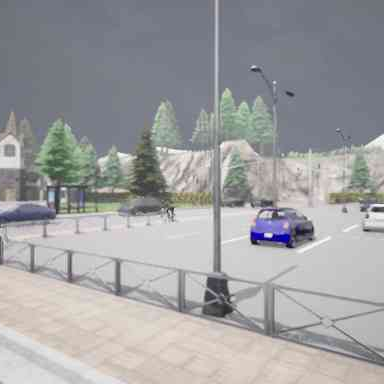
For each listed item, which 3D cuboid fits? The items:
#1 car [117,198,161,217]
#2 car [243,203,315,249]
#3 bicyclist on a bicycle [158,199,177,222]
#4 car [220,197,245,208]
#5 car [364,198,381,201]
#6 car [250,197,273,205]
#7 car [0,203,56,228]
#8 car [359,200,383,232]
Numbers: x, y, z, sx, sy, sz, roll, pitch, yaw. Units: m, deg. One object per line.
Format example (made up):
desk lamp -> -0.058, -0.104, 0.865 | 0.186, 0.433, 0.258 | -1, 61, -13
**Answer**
car -> -5.004, 1.344, 31.803 | 2.097, 1.767, 4.553 | 0, 0, 35
car -> 3.871, 1.384, 13.868 | 1.845, 1.501, 3.633 | 0, 0, 35
bicyclist on a bicycle -> -1.744, 1.300, 23.417 | 1.656, 1.620, 0.582 | 0, 0, 35
car -> 5.794, 1.470, 47.092 | 1.882, 1.535, 5.008 | 0, 0, 35
car -> 18.990, 1.350, 35.062 | 2.007, 1.523, 4.514 | 0, 0, 35
car -> 9.859, 1.486, 46.462 | 2.128, 1.511, 4.902 | 0, 0, 38
car -> -11.557, 1.517, 22.440 | 1.812, 1.442, 4.674 | 0, 0, 35
car -> 10.608, 1.398, 18.176 | 1.970, 1.475, 3.806 | 0, 0, 35
